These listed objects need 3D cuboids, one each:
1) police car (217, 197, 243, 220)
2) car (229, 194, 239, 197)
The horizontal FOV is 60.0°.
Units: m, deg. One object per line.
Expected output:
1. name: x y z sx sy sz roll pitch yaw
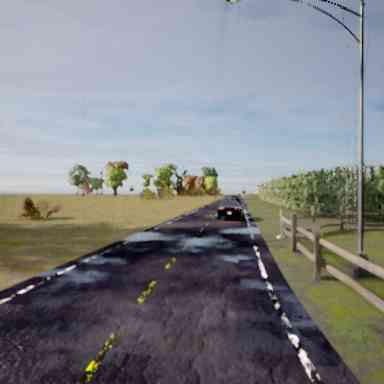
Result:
1. police car: 3.186 1.417 27.611 2.038 1.542 4.974 0 0 8
2. car: 7.081 1.168 55.741 2.097 1.767 4.553 0 0 8
